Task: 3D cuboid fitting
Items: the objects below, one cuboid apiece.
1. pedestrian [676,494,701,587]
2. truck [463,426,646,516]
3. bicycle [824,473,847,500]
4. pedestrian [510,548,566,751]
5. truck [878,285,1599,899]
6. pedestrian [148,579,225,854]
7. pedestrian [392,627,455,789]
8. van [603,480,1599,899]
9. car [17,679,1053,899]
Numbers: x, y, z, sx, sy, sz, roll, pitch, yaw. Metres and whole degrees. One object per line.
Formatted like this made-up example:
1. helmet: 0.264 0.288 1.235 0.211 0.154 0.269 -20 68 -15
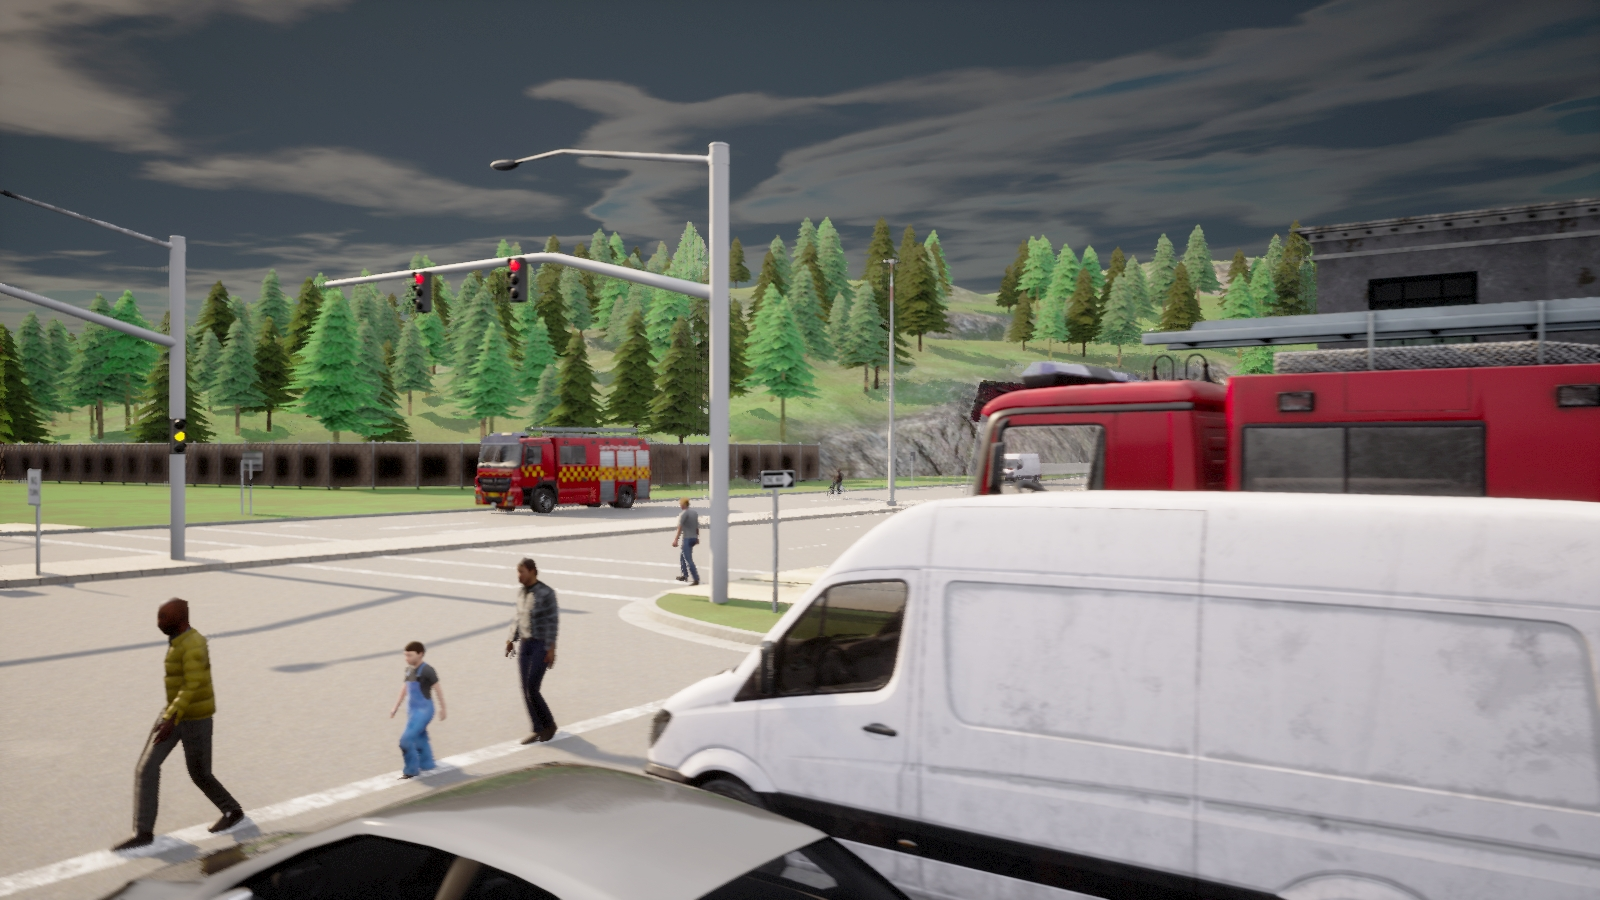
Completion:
1. pedestrian: -2.291 1.848 23.470 0.375 1.860 0.375 0 0 33
2. truck: -11.073 0.890 52.511 2.891 3.827 8.468 0 0 36
3. bicycle: 2.012 2.060 64.360 0.329 1.471 1.835 0 0 36
4. pedestrian: -2.524 1.901 11.024 0.375 1.860 0.375 0 0 37
5. truck: 4.983 0.891 8.836 8.468 3.827 2.891 0 0 35
6. pedestrian: -4.421 1.887 8.232 0.375 1.860 0.375 0 0 40
7. pedestrian: -3.286 2.234 9.981 0.375 1.300 0.375 0 0 35
8. van: 1.651 1.535 6.898 5.915 2.561 1.988 0 0 35
9. car: -1.298 2.066 4.698 4.193 1.474 1.816 0 0 35
